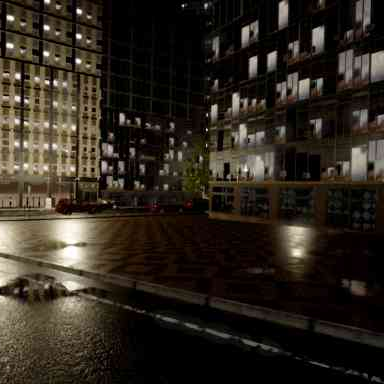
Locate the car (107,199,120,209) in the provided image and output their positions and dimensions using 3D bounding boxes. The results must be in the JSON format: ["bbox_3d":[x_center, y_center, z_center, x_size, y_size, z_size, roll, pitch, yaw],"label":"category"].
[{"bbox_3d":[-12.283,1.722,46.546,4.403,1.369,2.008,1,1,-34],"label":"car"}]

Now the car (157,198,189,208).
[{"bbox_3d":[-3.056,1.786,52.837,4.829,1.417,1.752,1,1,-34],"label":"car"}]

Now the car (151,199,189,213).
[{"bbox_3d":[-3.163,1.967,43.229,4.507,1.381,1.887,1,1,-34],"label":"car"}]

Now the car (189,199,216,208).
[{"bbox_3d":[1.768,1.874,56.127,4.313,1.339,1.947,1,1,-34],"label":"car"}]

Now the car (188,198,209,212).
[{"bbox_3d":[1.526,1.783,46.419,5.009,1.841,2.192,1,1,-34],"label":"car"}]

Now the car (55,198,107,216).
[{"bbox_3d":[-12.525,1.646,36.839,5.009,1.841,2.192,1,1,-34],"label":"car"}]
